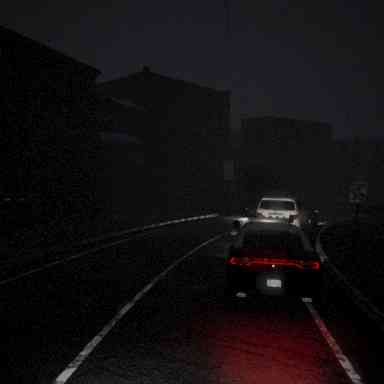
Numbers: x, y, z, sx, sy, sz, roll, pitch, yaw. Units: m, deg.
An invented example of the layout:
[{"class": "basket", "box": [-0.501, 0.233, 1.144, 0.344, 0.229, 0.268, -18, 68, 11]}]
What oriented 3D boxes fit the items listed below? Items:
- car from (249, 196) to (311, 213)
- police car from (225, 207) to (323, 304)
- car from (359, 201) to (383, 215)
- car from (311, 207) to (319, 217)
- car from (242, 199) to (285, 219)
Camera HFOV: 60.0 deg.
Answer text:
[{"class": "car", "box": [4.778, 1.254, 17.416, 2.150, 2.045, 5.566, 2, 0, 23]}, {"class": "police car", "box": [1.983, 1.426, 8.466, 1.930, 1.638, 5.238, 1, 0, 11]}, {"class": "car", "box": [21.298, 1.840, 39.016, 5.008, 1.535, 1.882, 2, 3, -33]}, {"class": "car", "box": [7.276, 1.576, 22.495, 1.837, 1.490, 4.892, 3, 1, 30]}, {"class": "car", "box": [6.393, 1.445, 29.340, 1.812, 1.442, 4.674, 3, 1, 37]}]
